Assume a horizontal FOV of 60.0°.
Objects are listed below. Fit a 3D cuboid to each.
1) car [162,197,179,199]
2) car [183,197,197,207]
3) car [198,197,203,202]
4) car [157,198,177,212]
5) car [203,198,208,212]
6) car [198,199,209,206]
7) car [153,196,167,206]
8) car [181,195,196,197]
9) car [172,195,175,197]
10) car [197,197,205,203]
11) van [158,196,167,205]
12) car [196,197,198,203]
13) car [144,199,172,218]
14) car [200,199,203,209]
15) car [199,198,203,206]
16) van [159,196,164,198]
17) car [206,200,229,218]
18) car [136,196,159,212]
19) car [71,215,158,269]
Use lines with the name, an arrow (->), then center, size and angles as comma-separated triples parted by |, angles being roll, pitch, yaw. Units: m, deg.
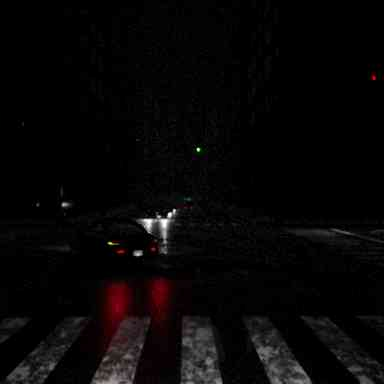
car -> -3.501, 1.904, 52.850 | 1.812, 1.442, 4.674 | 0, 0, 0
car -> -0.574, 2.041, 62.204 | 1.895, 1.301, 4.718 | 0, 0, -1
car -> 2.381, 1.935, 54.749 | 1.887, 1.381, 4.507 | 0, 0, -1
car -> -3.407, 1.875, 42.918 | 1.994, 1.385, 4.181 | 0, 0, 0
car -> 2.598, 1.718, 38.173 | 1.967, 1.590, 4.097 | 0, 0, -1
car -> 2.237, 2.045, 65.799 | 1.802, 1.307, 4.206 | 0, 0, -1
car -> -6.288, 1.778, 65.690 | 2.192, 1.841, 5.009 | 0, 0, -1
car -> -0.704, 1.623, 72.208 | 2.150, 2.045, 5.566 | 0, 0, -1
car -> -6.651, 2.074, 93.315 | 1.967, 1.590, 4.097 | 0, 0, -1
car -> 2.144, 2.053, 83.834 | 1.882, 1.535, 5.008 | 0, 0, -1
van -> -6.358, 1.839, 71.213 | 1.690, 1.788, 3.998 | 0, 0, -1
car -> 2.309, 1.978, 60.273 | 2.008, 1.369, 4.403 | 0, 0, -1
car -> -3.295, 1.747, 33.058 | 1.837, 1.490, 4.892 | 0, 0, -1
car -> 2.526, 1.867, 43.697 | 2.008, 1.369, 4.403 | 0, 0, -1
car -> 2.454, 1.920, 49.223 | 1.947, 1.339, 4.313 | 0, 0, -1
van -> -6.216, 1.768, 60.164 | 1.690, 1.788, 3.998 | 0, 0, -1
car -> 2.668, 1.765, 32.817 | 1.752, 1.417, 4.829 | 0, 0, -1
car -> -5.999, 1.631, 43.588 | 2.192, 1.841, 5.009 | 0, 0, -1
car -> -2.781, 1.613, 11.589 | 1.812, 1.442, 4.674 | 1, -1, -32
